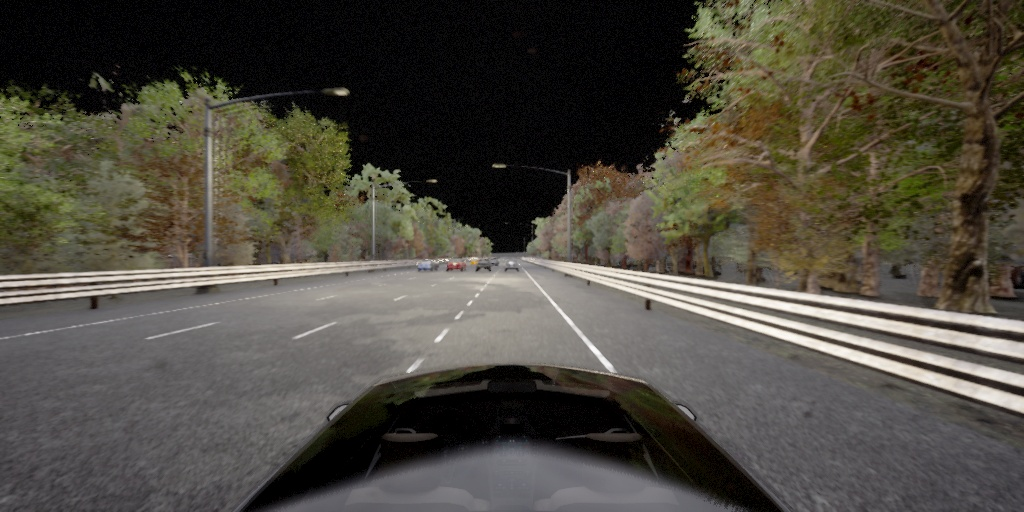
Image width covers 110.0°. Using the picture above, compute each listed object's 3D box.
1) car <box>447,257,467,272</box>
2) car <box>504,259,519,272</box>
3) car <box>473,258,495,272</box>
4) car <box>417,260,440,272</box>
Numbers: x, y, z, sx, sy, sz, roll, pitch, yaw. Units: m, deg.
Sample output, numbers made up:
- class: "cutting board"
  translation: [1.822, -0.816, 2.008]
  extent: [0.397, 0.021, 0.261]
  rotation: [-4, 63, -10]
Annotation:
- class: "car"
  translation: [-7.026, 1.055, 46.163]
  extent: [2.097, 1.767, 4.553]
  rotation: [0, 0, 0]
- class: "car"
  translation: [-0.028, 1.255, 45.505]
  extent: [2.033, 1.411, 5.357]
  rotation: [0, 0, 0]
- class: "car"
  translation: [-3.524, 1.212, 46.003]
  extent: [1.837, 1.490, 4.892]
  rotation: [0, 0, 0]
- class: "car"
  translation: [-10.529, 1.251, 45.493]
  extent: [2.033, 1.411, 5.357]
  rotation: [0, 0, 0]
